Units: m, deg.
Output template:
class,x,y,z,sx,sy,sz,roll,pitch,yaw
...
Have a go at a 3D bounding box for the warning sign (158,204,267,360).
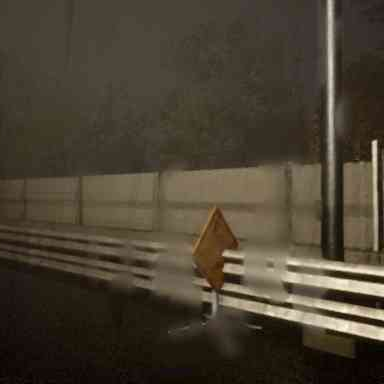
class,x,y,z,sx,sy,sz,roll,pitch,yaw
warning sign,0.340,1.128,4.907,1.060,1.860,1.300,-1,0,35
